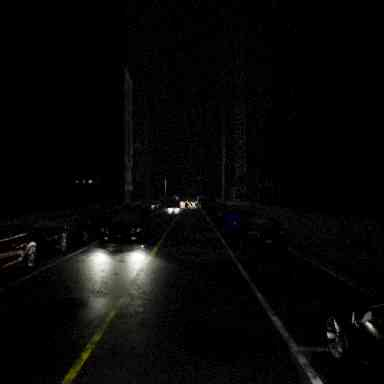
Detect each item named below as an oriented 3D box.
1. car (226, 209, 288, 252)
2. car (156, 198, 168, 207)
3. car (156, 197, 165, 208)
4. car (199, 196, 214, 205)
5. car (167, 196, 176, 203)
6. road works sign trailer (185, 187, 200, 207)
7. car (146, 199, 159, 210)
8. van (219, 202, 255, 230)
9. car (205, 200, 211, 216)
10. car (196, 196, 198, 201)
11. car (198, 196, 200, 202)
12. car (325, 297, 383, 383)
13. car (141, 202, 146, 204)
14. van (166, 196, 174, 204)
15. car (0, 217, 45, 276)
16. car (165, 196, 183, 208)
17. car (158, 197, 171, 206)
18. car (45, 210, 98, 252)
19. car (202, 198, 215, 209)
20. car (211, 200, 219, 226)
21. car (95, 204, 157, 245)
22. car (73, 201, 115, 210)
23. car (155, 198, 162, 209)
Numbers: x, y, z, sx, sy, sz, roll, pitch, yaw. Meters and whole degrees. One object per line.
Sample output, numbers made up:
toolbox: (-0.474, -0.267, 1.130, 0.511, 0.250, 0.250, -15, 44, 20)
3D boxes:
car: (2.761, 1.659, 14.217, 1.887, 1.381, 4.507, 0, 0, 0)
car: (-5.773, 1.978, 64.685, 1.967, 1.590, 4.097, 0, 0, 0)
car: (-5.771, 1.964, 53.296, 1.752, 1.417, 4.829, 0, 0, 0)
car: (2.754, 1.756, 53.481, 2.192, 1.841, 5.009, 0, 0, 0)
car: (-5.777, 2.100, 92.732, 2.192, 1.841, 5.009, 0, -1, 0)
road works sign trailer: (-0.010, 0.964, 60.267, 2.380, 3.560, 2.880, 0, 0, 0)
car: (-5.769, 1.894, 42.247, 2.008, 1.369, 4.403, 0, 0, 0)
van: (2.760, 1.500, 19.828, 1.690, 1.788, 3.998, 0, 0, 0)
car: (2.757, 1.863, 36.652, 1.947, 1.339, 4.313, 0, 0, 0)
car: (2.749, 2.051, 87.135, 2.192, 1.841, 5.009, 0, -1, 0)
car: (2.753, 1.804, 59.090, 2.192, 1.841, 5.009, 0, 0, 0)
car: (2.762, 1.591, 2.999, 1.947, 1.339, 4.313, 0, 0, 0)
car: (-5.767, 1.815, 31.028, 1.947, 1.339, 4.313, 0, 0, 0)
van: (-5.776, 2.076, 87.123, 1.690, 1.788, 3.998, 0, -1, 0)
car: (-5.763, 1.509, 8.592, 1.967, 1.590, 4.097, 0, 0, 0)
car: (-3.071, 1.962, 56.906, 2.128, 1.511, 4.902, 0, 0, 0)
car: (-5.773, 1.902, 70.295, 2.192, 1.841, 5.009, 0, -1, 0)
car: (-5.764, 1.664, 14.201, 2.008, 1.369, 4.403, 0, 0, 0)
car: (2.755, 1.974, 47.870, 1.802, 1.307, 4.206, 0, 0, 0)
car: (2.759, 1.644, 25.436, 1.967, 1.590, 4.097, 0, 0, 0)
car: (-3.103, 1.610, 16.611, 1.882, 1.535, 5.008, 0, 0, 0)
car: (-5.765, 1.473, 19.812, 2.192, 1.841, 5.009, 0, 0, 0)
car: (-5.770, 1.974, 47.856, 1.802, 1.307, 4.206, 0, 0, 0)
